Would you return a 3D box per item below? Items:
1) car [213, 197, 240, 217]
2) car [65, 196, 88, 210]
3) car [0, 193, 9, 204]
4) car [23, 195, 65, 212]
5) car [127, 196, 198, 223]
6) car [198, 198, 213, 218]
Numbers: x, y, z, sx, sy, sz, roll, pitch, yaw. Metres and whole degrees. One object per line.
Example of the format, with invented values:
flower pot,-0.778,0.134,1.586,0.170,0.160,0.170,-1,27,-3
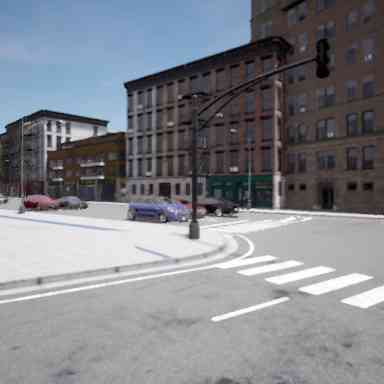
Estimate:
car,1.556,1.208,27.888,5.008,1.535,1.882,1,0,38
car,-12.674,1.133,34.706,4.181,1.385,1.994,1,0,39
car,-28.105,0.902,47.856,4.902,1.511,2.128,1,0,41
car,-14.707,1.038,32.166,5.008,1.535,1.882,1,0,39
car,-2.235,1.070,22.291,4.553,1.767,2.097,0,0,39
car,-1.029,1.240,25.541,4.674,1.442,1.812,1,0,37
